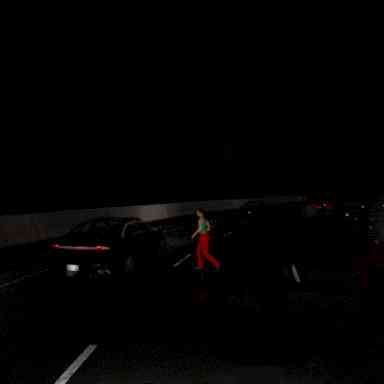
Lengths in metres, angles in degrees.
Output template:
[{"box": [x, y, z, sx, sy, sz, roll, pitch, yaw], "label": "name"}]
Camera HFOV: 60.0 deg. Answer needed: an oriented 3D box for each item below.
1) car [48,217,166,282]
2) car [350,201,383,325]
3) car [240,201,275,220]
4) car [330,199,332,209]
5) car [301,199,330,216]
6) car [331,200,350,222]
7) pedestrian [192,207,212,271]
[{"box": [-2.195, 1.491, 9.887, 2.128, 1.511, 4.902, 0, 0, 12], "label": "car"}, {"box": [4.047, 1.223, 3.834, 2.150, 2.045, 5.566, 0, 0, 5], "label": "car"}, {"box": [5.717, 1.477, 28.668, 1.882, 1.535, 5.008, 0, 0, 29], "label": "car"}, {"box": [16.874, 1.564, 41.620, 1.994, 1.385, 4.181, 0, 0, 29], "label": "car"}, {"box": [12.065, 1.564, 32.902, 1.994, 1.385, 4.181, 0, 0, 29], "label": "car"}, {"box": [12.353, 1.477, 26.142, 1.882, 1.535, 5.008, 0, 0, 28], "label": "car"}, {"box": [0.283, 1.294, 9.393, 0.375, 1.860, 0.375, 0, 0, 12], "label": "pedestrian"}]
